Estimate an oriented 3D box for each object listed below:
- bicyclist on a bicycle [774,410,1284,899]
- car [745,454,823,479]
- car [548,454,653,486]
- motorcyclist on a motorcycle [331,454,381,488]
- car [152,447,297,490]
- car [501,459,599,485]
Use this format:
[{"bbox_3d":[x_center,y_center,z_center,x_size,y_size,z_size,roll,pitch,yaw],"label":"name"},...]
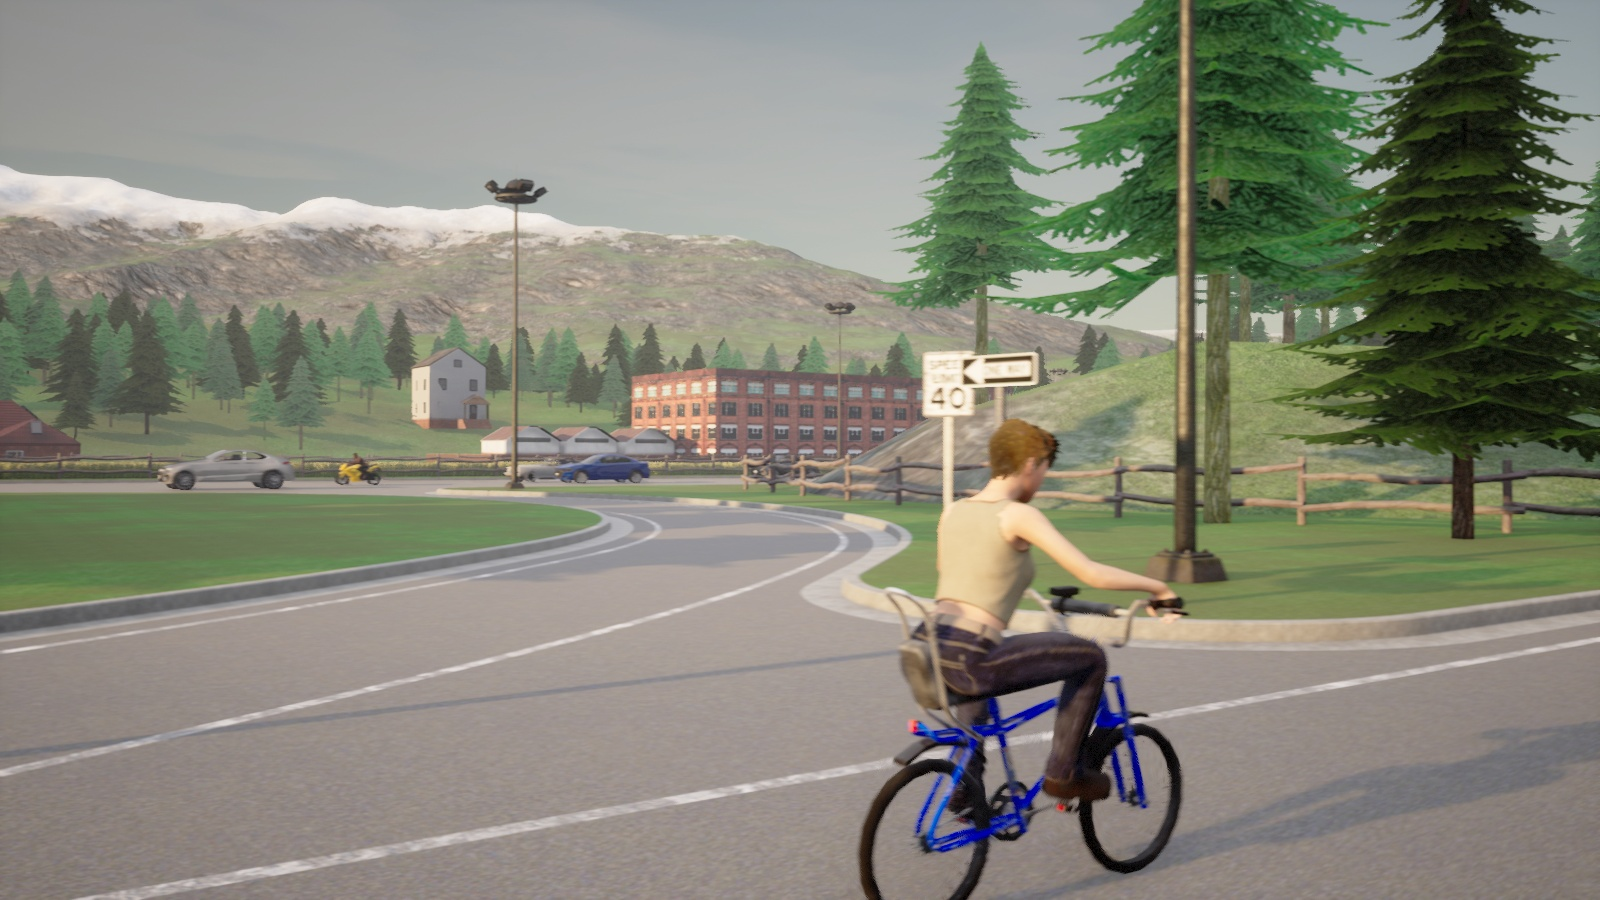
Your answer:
[{"bbox_3d":[0.782,0.700,4.209,1.509,1.612,0.866,0,0,-35],"label":"bicyclist on a bicycle"},{"bbox_3d":[-0.998,1.042,79.166,4.514,1.525,2.007,0,0,-35],"label":"car"},{"bbox_3d":[-10.186,1.000,64.302,5.008,1.535,1.882,0,0,-35],"label":"car"},{"bbox_3d":[-20.266,0.966,57.327,2.044,1.523,0.797,0,0,-35],"label":"motorcyclist on a motorcycle"},{"bbox_3d":[-23.319,0.732,50.958,5.027,1.651,2.152,0,0,-35],"label":"car"},{"bbox_3d":[-13.208,1.130,66.466,4.718,1.301,1.895,0,0,-35],"label":"car"}]
